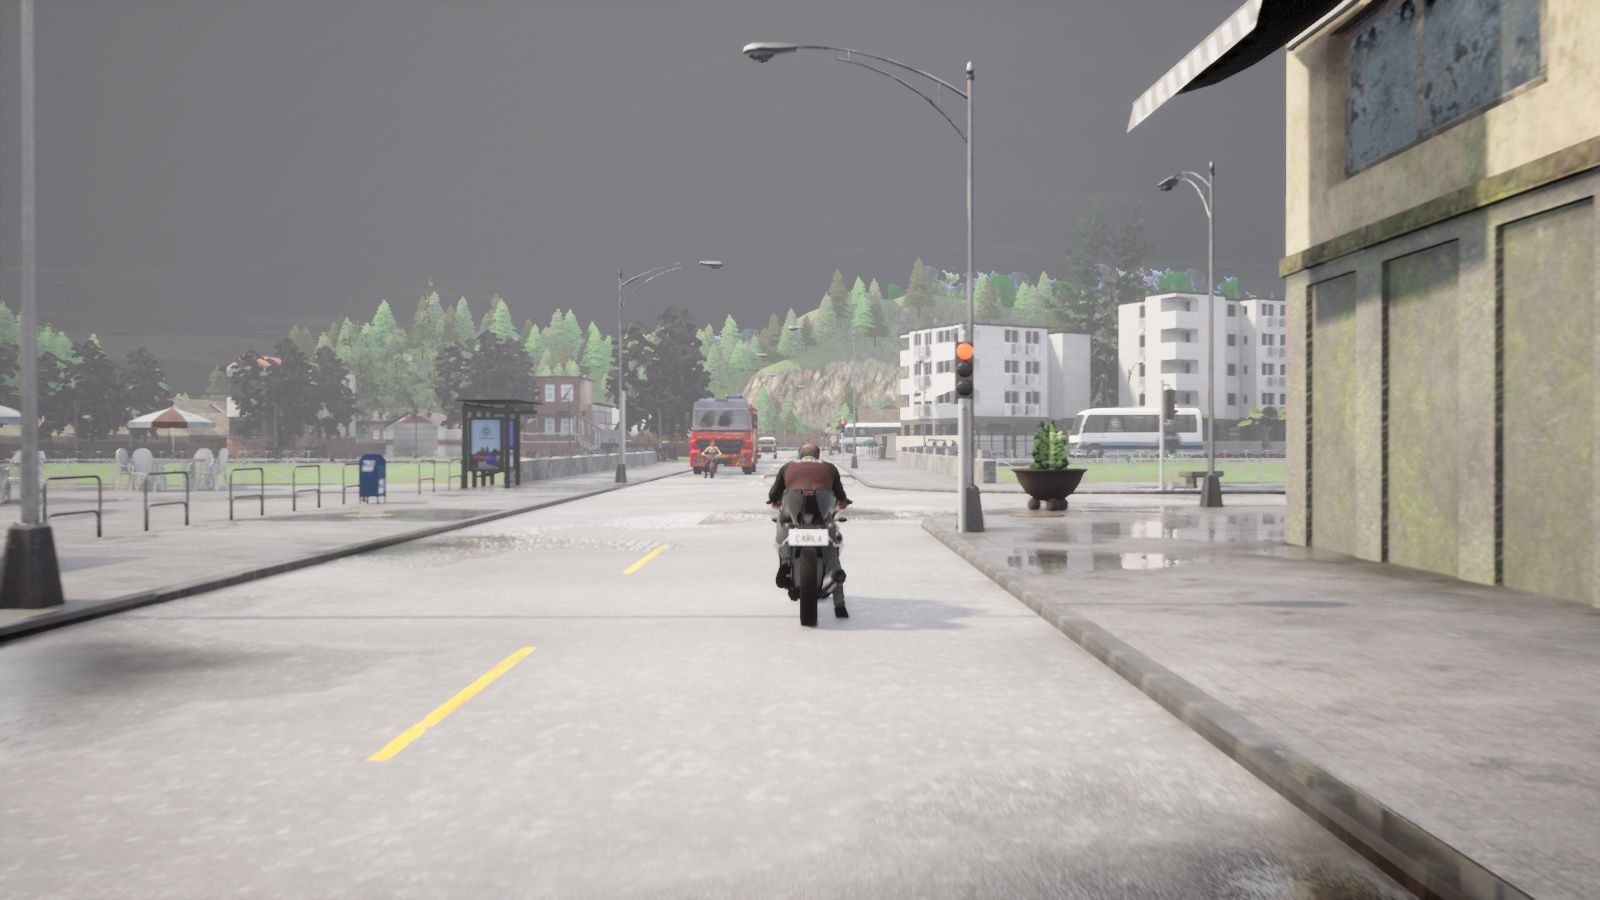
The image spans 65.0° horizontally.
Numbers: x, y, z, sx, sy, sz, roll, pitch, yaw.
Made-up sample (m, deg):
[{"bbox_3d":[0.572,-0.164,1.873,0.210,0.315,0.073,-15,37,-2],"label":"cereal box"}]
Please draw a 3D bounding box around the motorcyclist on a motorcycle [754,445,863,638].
[{"bbox_3d":[0.079,0.719,11.035,0.866,1.530,2.191,0,0,1],"label":"motorcyclist on a motorcycle"}]

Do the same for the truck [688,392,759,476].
[{"bbox_3d":[-3.633,-0.768,61.636,2.891,3.827,8.468,0,0,0],"label":"truck"}]
